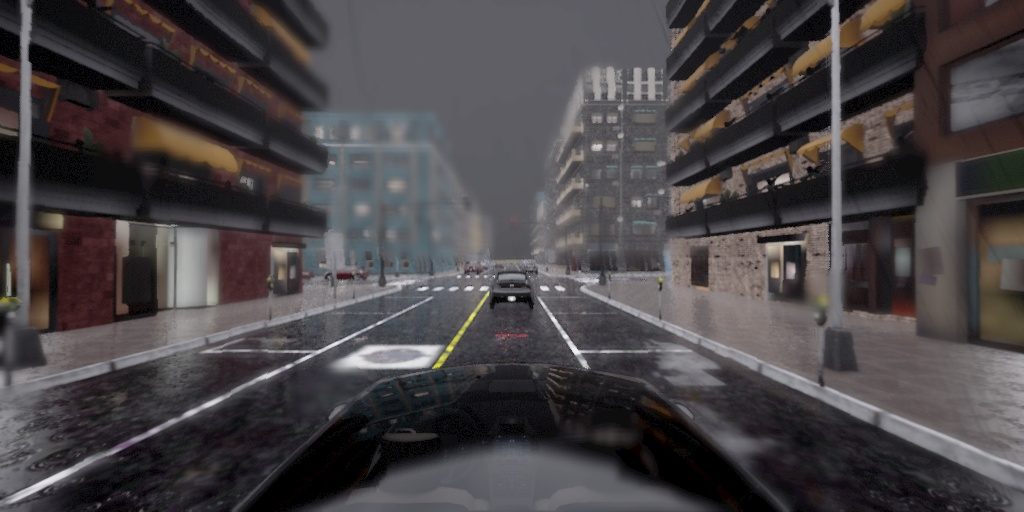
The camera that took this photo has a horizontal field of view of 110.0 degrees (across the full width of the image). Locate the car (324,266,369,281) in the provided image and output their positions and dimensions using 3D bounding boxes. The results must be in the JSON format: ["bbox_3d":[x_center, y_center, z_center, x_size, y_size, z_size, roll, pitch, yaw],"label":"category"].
[{"bbox_3d":[-16.918,1.708,36.636,4.097,1.591,1.967,0,0,0],"label":"car"}]

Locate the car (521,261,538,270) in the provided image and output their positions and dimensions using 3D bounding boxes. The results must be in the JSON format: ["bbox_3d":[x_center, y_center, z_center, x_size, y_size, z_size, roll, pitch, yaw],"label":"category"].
[{"bbox_3d":[2.548,1.742,48.796,1.948,1.339,4.313,0,0,0],"label":"car"}]

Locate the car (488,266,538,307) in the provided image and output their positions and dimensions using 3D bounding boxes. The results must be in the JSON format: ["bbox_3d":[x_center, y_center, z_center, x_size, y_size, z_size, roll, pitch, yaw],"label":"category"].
[{"bbox_3d":[-0.001,1.391,16.165,1.837,1.490,4.892,0,0,0],"label":"car"}]

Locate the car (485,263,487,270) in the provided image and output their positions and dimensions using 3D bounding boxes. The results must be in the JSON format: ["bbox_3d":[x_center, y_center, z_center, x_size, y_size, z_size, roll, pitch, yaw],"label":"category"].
[{"bbox_3d":[-5.334,1.770,54.345,1.888,1.381,4.507,0,0,0],"label":"car"}]

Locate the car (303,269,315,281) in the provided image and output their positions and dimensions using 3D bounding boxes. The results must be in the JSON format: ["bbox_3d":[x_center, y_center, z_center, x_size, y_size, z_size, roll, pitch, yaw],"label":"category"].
[{"bbox_3d":[-22.467,1.919,36.672,4.207,1.307,1.802,0,0,0],"label":"car"}]

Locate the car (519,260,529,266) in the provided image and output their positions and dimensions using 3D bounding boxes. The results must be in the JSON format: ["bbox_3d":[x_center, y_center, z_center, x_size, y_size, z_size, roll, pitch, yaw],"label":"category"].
[{"bbox_3d":[2.544,1.855,59.900,1.802,1.307,4.207,0,0,0],"label":"car"}]

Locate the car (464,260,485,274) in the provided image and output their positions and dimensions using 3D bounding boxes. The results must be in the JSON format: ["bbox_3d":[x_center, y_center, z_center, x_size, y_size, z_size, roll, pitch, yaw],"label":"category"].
[{"bbox_3d":[-5.332,1.491,48.793,2.192,1.841,5.009,0,0,0],"label":"car"}]
